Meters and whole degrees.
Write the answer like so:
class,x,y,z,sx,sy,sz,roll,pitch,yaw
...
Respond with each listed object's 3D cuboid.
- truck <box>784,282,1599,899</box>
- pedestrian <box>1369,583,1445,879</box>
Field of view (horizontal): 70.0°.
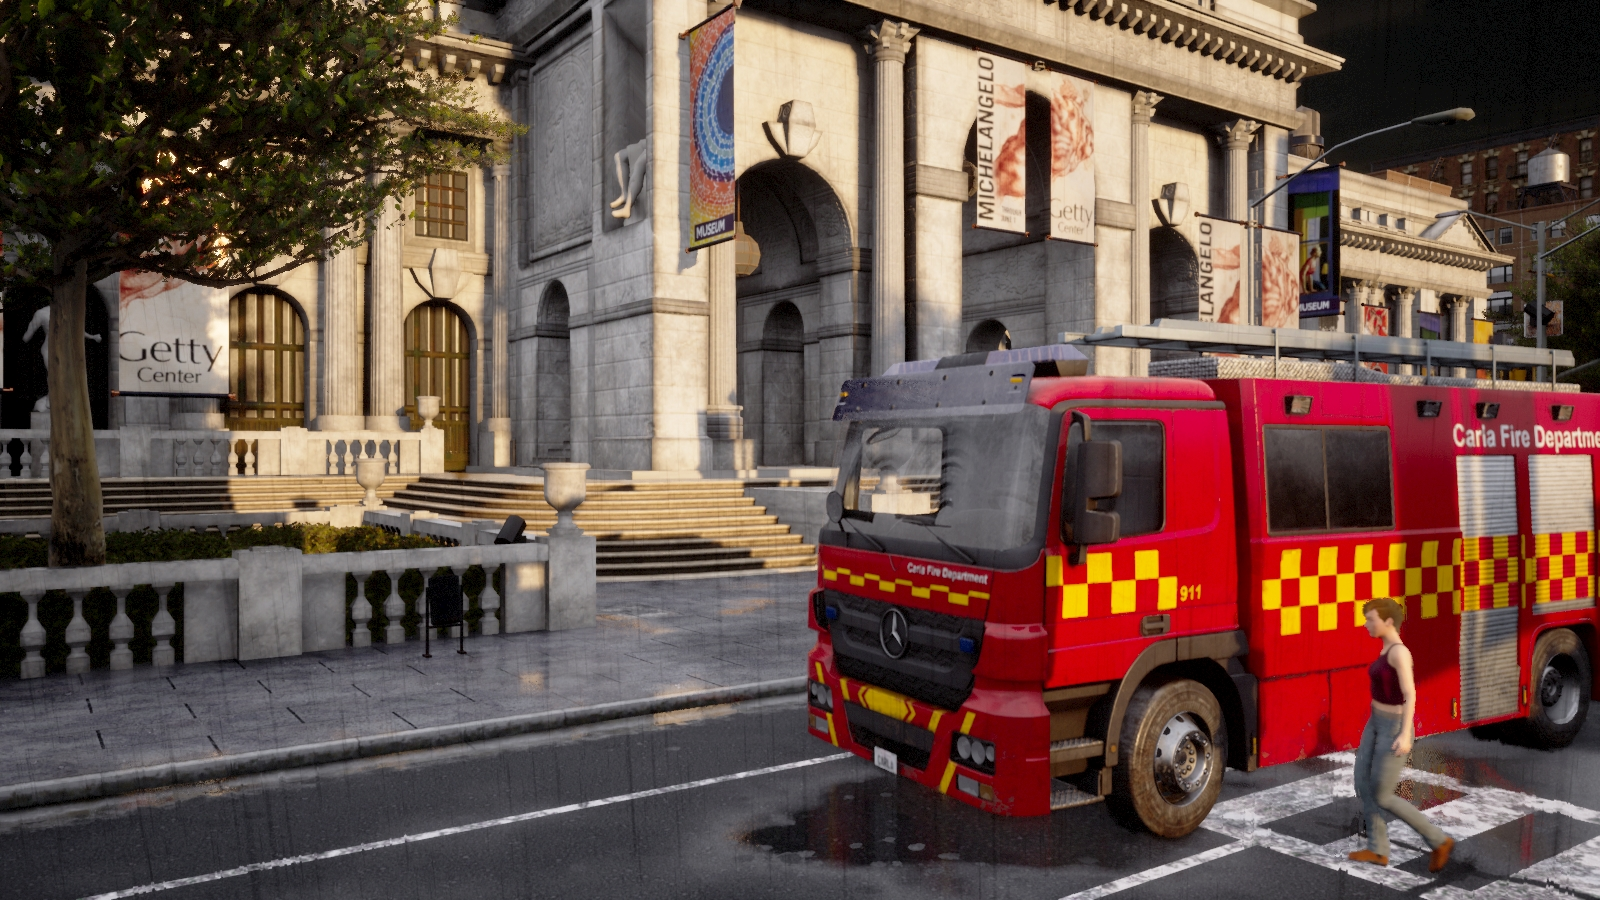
class,x,y,z,sx,sy,sz,roll,pitch,yaw
truck,4.268,0.887,10.351,8.468,3.827,2.891,0,0,-29
pedestrian,4.043,1.846,7.624,0.375,1.860,0.375,0,0,16
